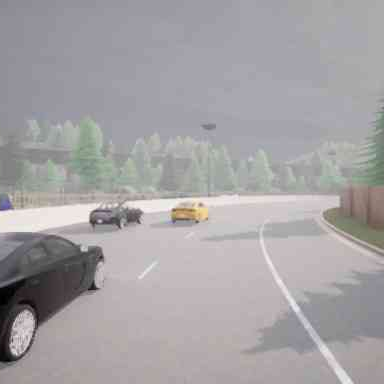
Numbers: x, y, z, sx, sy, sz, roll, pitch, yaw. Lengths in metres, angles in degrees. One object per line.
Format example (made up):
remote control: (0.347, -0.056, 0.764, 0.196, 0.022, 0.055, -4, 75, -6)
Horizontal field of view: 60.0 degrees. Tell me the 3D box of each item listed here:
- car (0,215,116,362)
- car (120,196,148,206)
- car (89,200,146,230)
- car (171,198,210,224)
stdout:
car: (-3.077, 1.432, 5.884, 1.882, 1.535, 5.008, 0, 0, 4)
car: (-8.634, 1.272, 49.886, 1.994, 1.385, 4.181, 0, 0, 27)
car: (-4.454, 1.367, 20.348, 2.128, 1.511, 4.902, 0, 0, 13)
car: (0.003, 1.359, 23.816, 1.882, 1.535, 5.008, 0, 0, 15)
